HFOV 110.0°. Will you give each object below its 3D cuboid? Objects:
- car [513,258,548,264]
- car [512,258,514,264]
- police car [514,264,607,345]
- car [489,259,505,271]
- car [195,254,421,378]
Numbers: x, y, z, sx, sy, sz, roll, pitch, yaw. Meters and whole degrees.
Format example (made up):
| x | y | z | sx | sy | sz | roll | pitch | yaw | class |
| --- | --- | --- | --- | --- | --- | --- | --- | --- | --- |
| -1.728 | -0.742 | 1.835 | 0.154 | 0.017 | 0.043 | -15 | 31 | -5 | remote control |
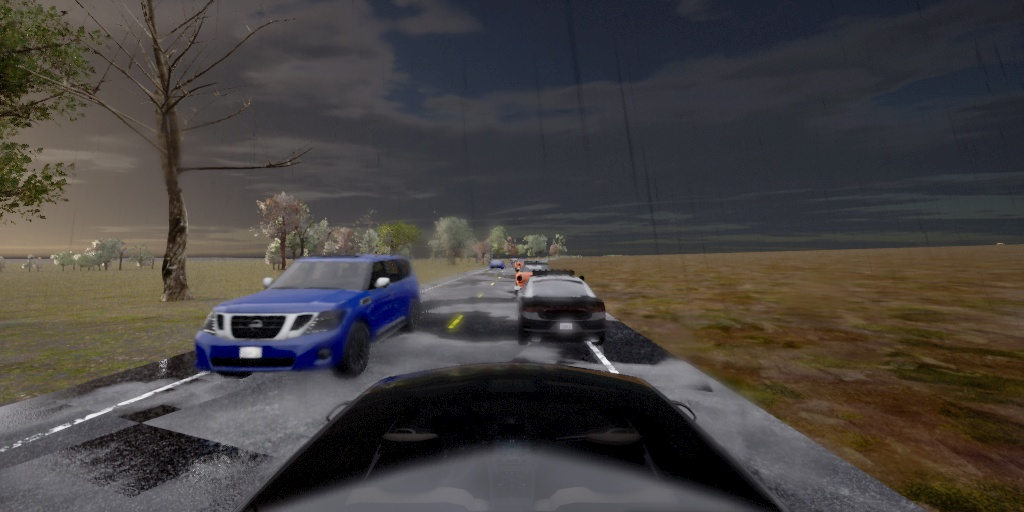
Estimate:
| x | y | z | sx | sy | sz | roll | pitch | yaw | class |
| --- | --- | --- | --- | --- | --- | --- | --- | --- | --- |
| 1.246 | 1.101 | 19.451 | 2.097 | 1.767 | 4.553 | 0 | 0 | 1 | car |
| 1.535 | 1.092 | 50.766 | 2.097 | 1.767 | 4.553 | 0 | 0 | 4 | car |
| 1.089 | 1.175 | 9.626 | 1.930 | 1.638 | 5.238 | 0 | 0 | 1 | police car |
| -2.116 | 1.219 | 50.749 | 1.882 | 1.535 | 5.008 | 0 | 0 | 3 | car |
| -3.564 | 0.972 | 7.685 | 2.150 | 2.045 | 5.566 | 0 | 0 | 1 | car |
